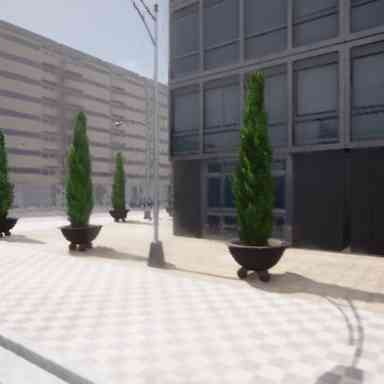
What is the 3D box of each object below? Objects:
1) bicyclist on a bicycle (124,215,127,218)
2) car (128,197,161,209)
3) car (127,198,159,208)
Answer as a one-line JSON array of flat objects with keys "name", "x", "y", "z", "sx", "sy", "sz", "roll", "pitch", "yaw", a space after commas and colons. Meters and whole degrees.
[{"name": "bicyclist on a bicycle", "x": -5.726, "y": 1.280, "z": 26.277, "sx": 1.656, "sy": 1.620, "sz": 0.582, "roll": 0, "pitch": 0, "yaw": 36}, {"name": "car", "x": -6.425, "y": 1.478, "z": 45.675, "sx": 1.882, "sy": 1.535, "sz": 5.008, "roll": 0, "pitch": 0, "yaw": 36}, {"name": "car", "x": -7.359, "y": 1.607, "z": 50.327, "sx": 1.895, "sy": 1.301, "sz": 4.718, "roll": 0, "pitch": 0, "yaw": 36}]
